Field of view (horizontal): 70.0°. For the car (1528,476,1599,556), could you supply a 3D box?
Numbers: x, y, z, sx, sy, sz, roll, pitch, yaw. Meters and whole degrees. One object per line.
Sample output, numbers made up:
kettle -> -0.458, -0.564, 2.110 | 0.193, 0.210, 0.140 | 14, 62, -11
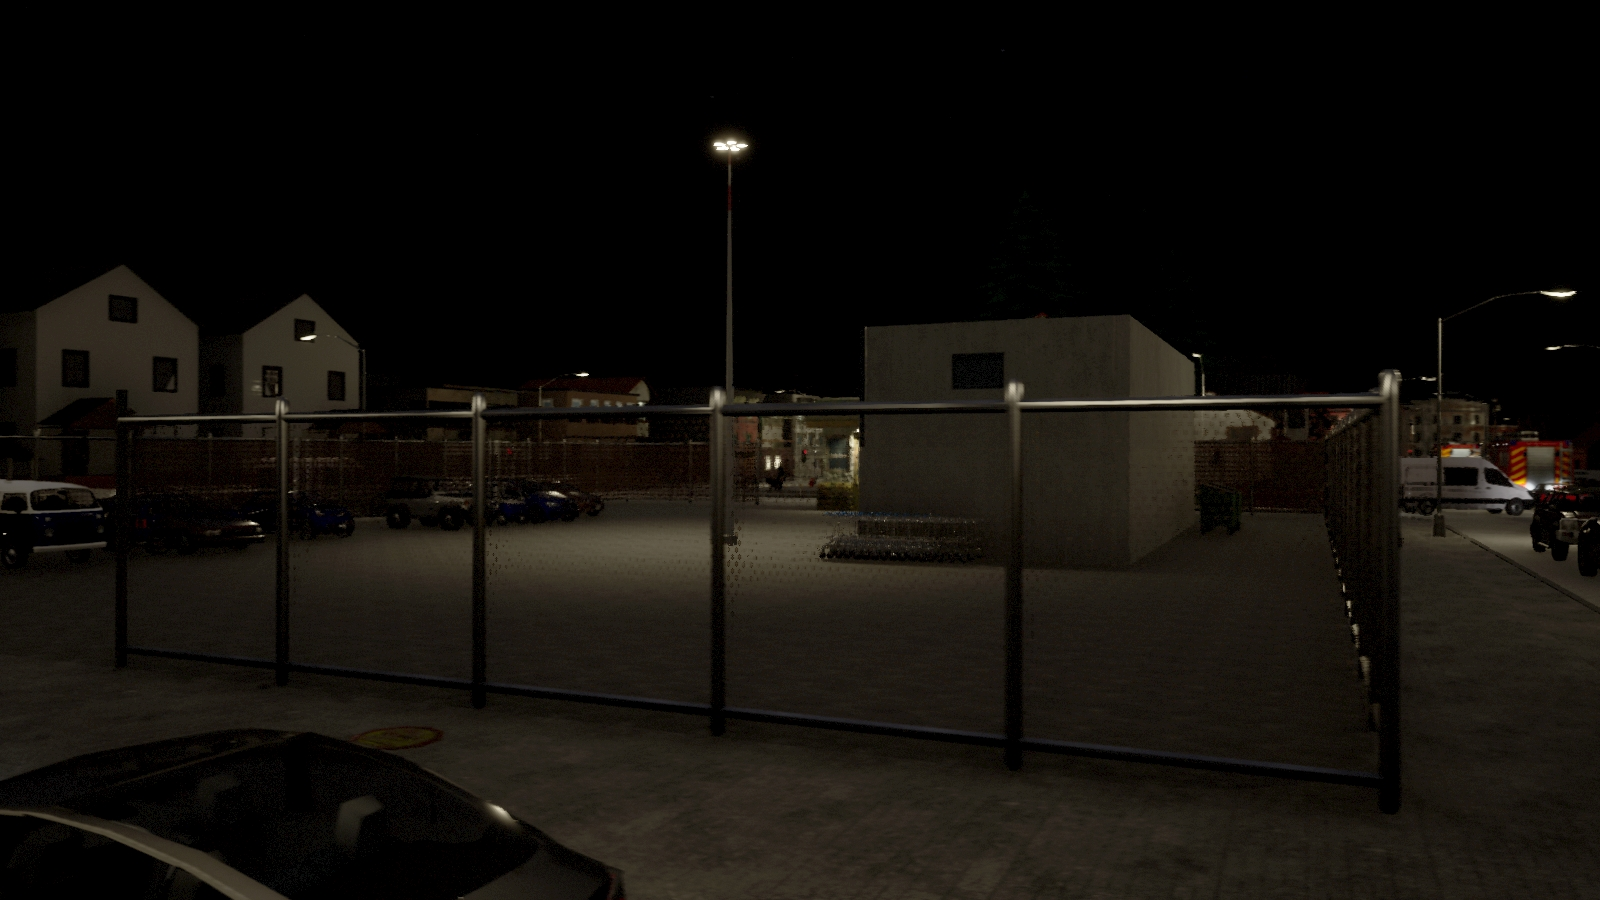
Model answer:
car -> 20.728, 1.679, 30.162 | 1.932, 1.855, 4.605 | 0, 0, 24

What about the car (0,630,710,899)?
car -> -3.027, 1.847, 5.044 | 4.792, 1.488, 2.163 | 0, 0, 24

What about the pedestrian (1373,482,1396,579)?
pedestrian -> 11.362, 1.550, 22.221 | 0.375, 1.860, 0.375 | 0, 0, 24

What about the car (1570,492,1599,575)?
car -> 17.956, 1.801, 23.966 | 2.152, 1.651, 5.027 | 0, 0, 24
